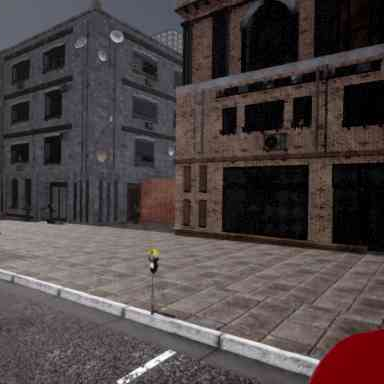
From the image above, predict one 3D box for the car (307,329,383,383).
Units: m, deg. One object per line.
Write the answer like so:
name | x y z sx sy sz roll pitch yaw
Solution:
car | 2.762 1.316 0.826 5.009 1.841 2.192 0 1 36
